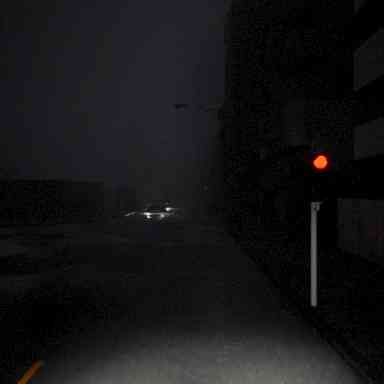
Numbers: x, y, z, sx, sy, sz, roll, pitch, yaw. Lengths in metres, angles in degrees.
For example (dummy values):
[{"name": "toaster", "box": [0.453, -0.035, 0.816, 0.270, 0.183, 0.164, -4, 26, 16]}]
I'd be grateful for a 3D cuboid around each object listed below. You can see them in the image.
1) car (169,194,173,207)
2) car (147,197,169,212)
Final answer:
[{"name": "car", "box": [-4.142, 1.505, 49.562, 1.837, 1.490, 4.892, 0, 0, 1]}, {"name": "car", "box": [-4.158, 1.478, 39.535, 1.882, 1.535, 5.008, 0, 0, 0]}]
